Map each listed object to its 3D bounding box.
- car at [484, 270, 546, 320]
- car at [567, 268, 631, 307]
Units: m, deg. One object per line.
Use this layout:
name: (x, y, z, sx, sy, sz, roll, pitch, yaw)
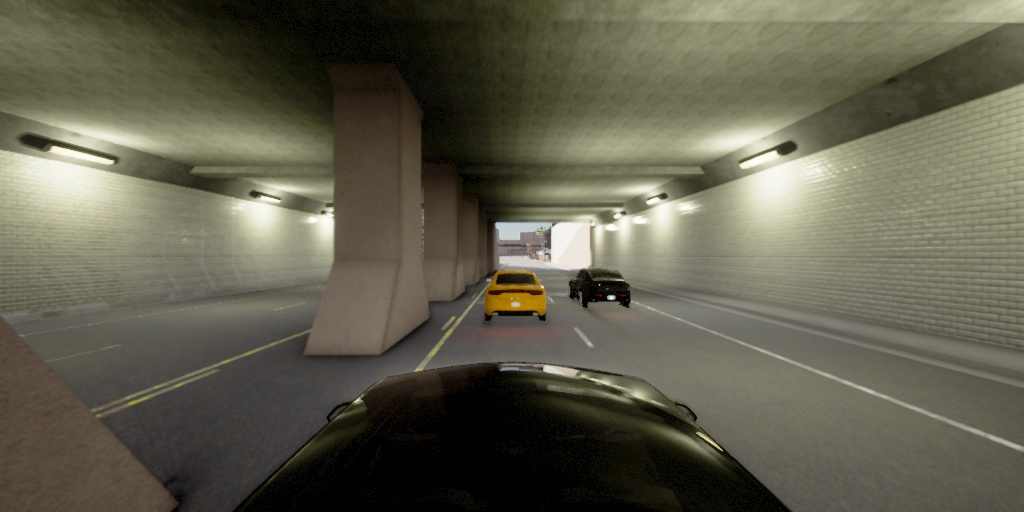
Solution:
car: (0.099, 1.226, 12.676, 1.882, 1.535, 5.008, 0, 0, 0)
car: (3.600, 1.255, 15.406, 1.837, 1.490, 4.892, 0, 0, 0)
